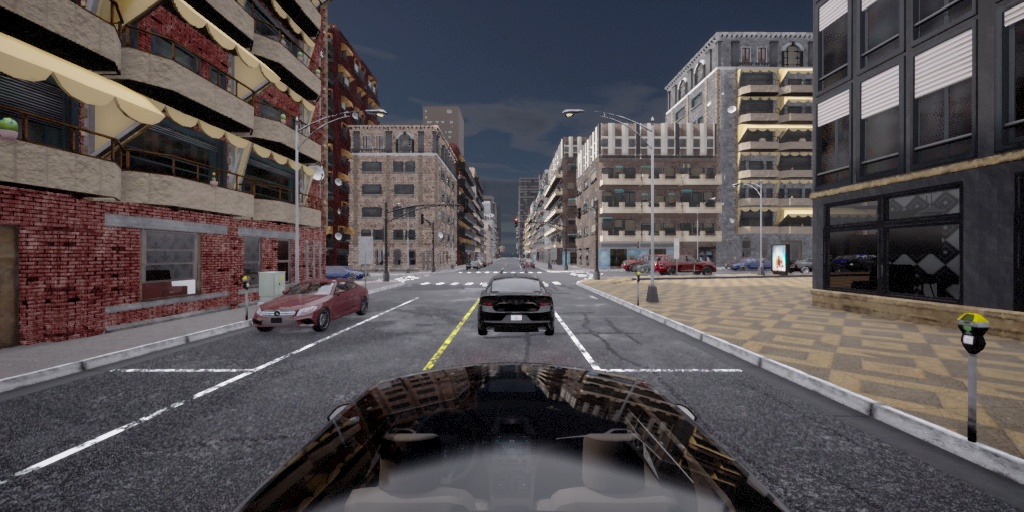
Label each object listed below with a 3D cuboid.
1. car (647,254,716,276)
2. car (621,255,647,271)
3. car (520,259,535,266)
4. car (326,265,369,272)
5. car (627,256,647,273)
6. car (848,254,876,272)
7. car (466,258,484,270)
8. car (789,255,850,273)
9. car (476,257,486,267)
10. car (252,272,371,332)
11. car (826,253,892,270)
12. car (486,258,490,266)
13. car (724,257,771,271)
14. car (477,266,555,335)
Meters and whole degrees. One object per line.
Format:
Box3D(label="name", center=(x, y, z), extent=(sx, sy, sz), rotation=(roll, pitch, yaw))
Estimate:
Box3D(label="car", center=(14.719, 0.778, 30.798), extent=(5.009, 1.841, 2.192), rotation=(0, 0, 0))
Box3D(label="car", center=(14.587, 0.764, 39.177), extent=(5.009, 1.841, 2.192), rotation=(0, 0, 0))
Box3D(label="car", center=(2.708, 1.208, 58.530), extent=(1.967, 1.591, 4.097), rotation=(0, 0, 0))
Box3D(label="car", center=(-15.966, 1.572, 33.138), extent=(5.357, 1.411, 2.033), rotation=(-1, 0, -1))
Box3D(label="car", center=(14.457, 1.021, 36.585), extent=(4.181, 1.385, 1.994), rotation=(-1, 0, -1))
Box3D(label="car", center=(31.360, 0.718, 30.937), extent=(4.313, 1.339, 1.948), rotation=(0, 0, 0))
Box3D(label="car", center=(-5.674, 1.330, 52.848), extent=(1.948, 1.339, 4.313), rotation=(0, 0, 0))
Box3D(label="car", center=(25.812, 0.822, 30.891), extent=(4.313, 1.339, 1.948), rotation=(0, 0, 0))
Box3D(label="car", center=(-5.672, 1.293, 58.361), extent=(1.751, 1.417, 4.829), rotation=(0, 0, 0))
Box3D(label="car", center=(-5.739, 1.332, 10.825), extent=(1.802, 1.307, 4.207), rotation=(0, 0, 0))
Box3D(label="car", center=(35.497, 0.540, 36.748), extent=(5.008, 1.535, 1.882), rotation=(-1, 0, 0))
Box3D(label="car", center=(-5.670, 1.086, 64.213), extent=(2.192, 1.841, 5.009), rotation=(0, 0, 0))
Box3D(label="car", center=(24.815, 0.811, 36.674), extent=(5.357, 1.411, 2.033), rotation=(-1, 0, -1))
Box3D(label="car", center=(0.101, 1.228, 10.482), extent=(1.882, 1.535, 5.008), rotation=(0, 0, 0))
